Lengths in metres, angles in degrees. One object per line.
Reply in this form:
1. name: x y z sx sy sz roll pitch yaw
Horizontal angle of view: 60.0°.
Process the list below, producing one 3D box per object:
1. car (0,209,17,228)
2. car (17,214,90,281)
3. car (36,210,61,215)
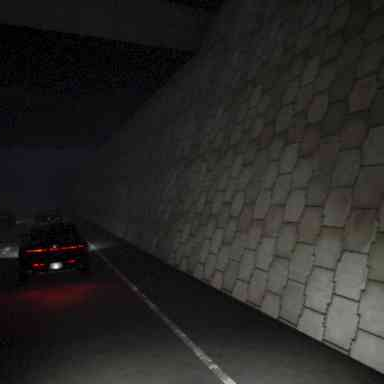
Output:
1. car: -15.497 2.136 27.048 2.128 1.511 4.902 -2 0 -24
2. car: -4.480 1.701 10.797 1.837 1.490 4.892 -2 0 -24
3. car: -11.630 2.106 26.952 1.895 1.301 4.718 -2 0 -24
